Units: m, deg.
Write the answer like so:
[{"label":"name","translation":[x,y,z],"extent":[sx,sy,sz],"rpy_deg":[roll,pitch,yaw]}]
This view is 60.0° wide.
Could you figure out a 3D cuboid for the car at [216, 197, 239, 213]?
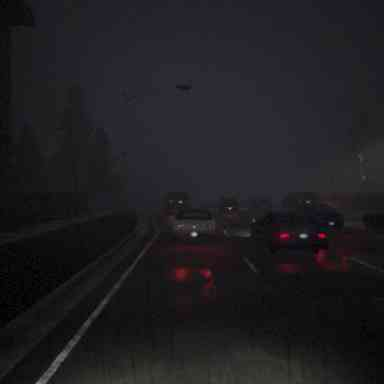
[{"label":"car","translation":[3.602,1.275,33.920],"extent":[1.837,1.490,4.892],"rpy_deg":[0,0,0]}]

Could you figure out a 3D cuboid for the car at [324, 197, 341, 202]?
[{"label":"car","translation":[14.102,1.238,35.373],"extent":[1.882,1.535,5.008],"rpy_deg":[0,0,0]}]

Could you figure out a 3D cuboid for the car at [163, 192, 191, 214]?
[{"label":"car","translation":[-1.520,0.999,32.743],"extent":[2.150,2.045,5.566],"rpy_deg":[0,0,-10]}]

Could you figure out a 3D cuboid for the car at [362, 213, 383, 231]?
[{"label":"car","translation":[10.600,1.487,16.756],"extent":[1.895,1.301,4.718],"rpy_deg":[0,0,0]}]

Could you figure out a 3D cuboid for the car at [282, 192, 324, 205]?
[{"label":"car","translation":[10.603,0.999,32.872],"extent":[2.150,2.045,5.566],"rpy_deg":[0,0,0]}]

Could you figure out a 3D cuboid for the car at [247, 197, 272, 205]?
[{"label":"car","translation":[7.102,1.238,35.384],"extent":[1.882,1.535,5.008],"rpy_deg":[0,0,0]}]

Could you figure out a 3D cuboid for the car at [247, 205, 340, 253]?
[{"label":"car","translation":[3.600,1.457,13.240],"extent":[2.033,1.411,5.357],"rpy_deg":[0,0,0]}]

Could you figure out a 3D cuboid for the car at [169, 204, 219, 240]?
[{"label":"car","translation":[0.100,1.489,16.406],"extent":[1.895,1.301,4.718],"rpy_deg":[0,0,0]}]

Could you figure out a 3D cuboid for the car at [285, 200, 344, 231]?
[{"label":"car","translation":[7.087,1.395,19.207],"extent":[1.812,1.442,4.674],"rpy_deg":[0,0,0]}]
